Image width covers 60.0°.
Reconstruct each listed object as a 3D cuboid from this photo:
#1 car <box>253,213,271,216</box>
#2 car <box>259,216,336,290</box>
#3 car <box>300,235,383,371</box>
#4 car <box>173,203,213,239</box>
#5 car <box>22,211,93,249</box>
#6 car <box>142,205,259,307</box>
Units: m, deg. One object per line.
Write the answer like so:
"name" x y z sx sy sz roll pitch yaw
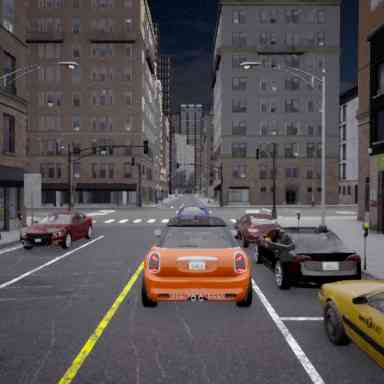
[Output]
"car" 2.858 1.578 14.529 1.802 1.307 4.206 -1 0 0
"car" 2.861 1.563 8.943 1.947 1.339 4.313 -1 0 0
"car" 2.864 1.524 3.527 1.752 1.417 4.829 -1 0 0
"car" 0.090 1.472 18.426 1.882 1.535 5.008 0 0 1
"car" -5.687 1.541 14.521 1.887 1.381 4.507 -1 0 0
"car" 0.092 1.350 8.138 2.097 1.767 4.553 0 0 0
